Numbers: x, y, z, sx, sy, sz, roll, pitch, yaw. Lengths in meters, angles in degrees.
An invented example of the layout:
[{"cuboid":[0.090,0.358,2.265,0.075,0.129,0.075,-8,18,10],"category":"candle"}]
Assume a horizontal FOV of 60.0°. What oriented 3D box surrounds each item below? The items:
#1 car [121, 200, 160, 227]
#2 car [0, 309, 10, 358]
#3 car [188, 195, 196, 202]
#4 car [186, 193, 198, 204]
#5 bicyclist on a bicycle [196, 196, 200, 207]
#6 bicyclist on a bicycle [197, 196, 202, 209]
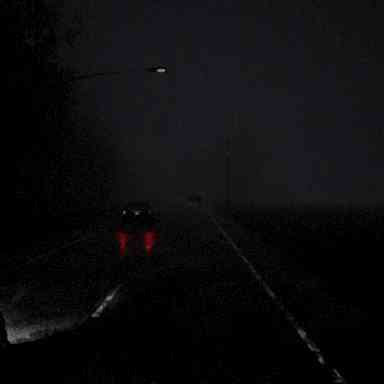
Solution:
[{"cuboid":[-3.392,1.345,22.611,2.097,1.767,4.553,0,0,0],"category":"car"},{"cuboid":[-3.400,1.563,2.685,1.994,1.385,4.181,0,0,0],"category":"car"},{"cuboid":[0.029,1.501,78.275,1.812,1.442,4.674,0,0,0],"category":"car"},{"cuboid":[0.027,1.201,65.430,2.150,2.045,5.566,0,0,0],"category":"car"},{"cuboid":[0.983,1.436,51.694,0.582,1.620,1.656,0,0,0],"category":"bicyclist on a bicycle"},{"cuboid":[0.981,1.357,42.907,0.659,1.776,1.843,0,0,0],"category":"bicyclist on a bicycle"}]
